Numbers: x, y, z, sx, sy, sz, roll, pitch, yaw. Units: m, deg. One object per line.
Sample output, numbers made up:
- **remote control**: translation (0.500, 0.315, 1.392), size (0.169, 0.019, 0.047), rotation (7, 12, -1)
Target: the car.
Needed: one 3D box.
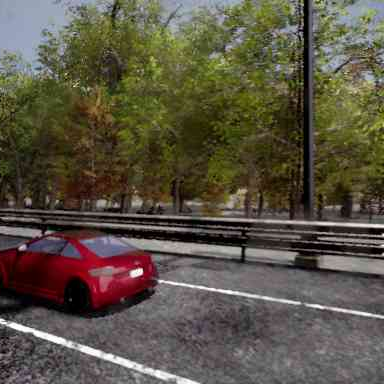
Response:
- **car**: translation (-2.811, 1.566, 7.568), size (4.181, 1.385, 1.994), rotation (0, 0, 31)
